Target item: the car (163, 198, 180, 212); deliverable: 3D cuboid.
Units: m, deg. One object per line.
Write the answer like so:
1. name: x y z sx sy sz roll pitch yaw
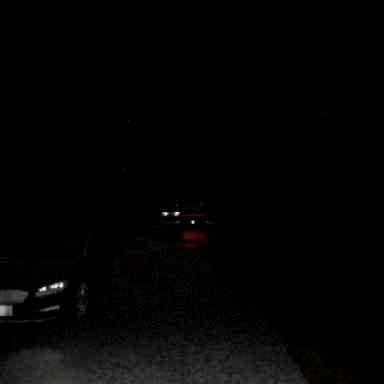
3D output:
1. car: -3.027 1.893 49.294 2.150 2.045 5.566 0 -1 0

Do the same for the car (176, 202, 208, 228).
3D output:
1. car: 0.052 1.680 23.663 1.837 1.490 4.892 0 0 0

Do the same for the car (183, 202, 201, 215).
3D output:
1. car: -0.041 1.999 42.306 2.128 1.511 4.902 0 -1 0

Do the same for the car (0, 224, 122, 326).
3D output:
1. car: -2.857 1.516 7.416 2.128 1.511 4.902 0 0 0
